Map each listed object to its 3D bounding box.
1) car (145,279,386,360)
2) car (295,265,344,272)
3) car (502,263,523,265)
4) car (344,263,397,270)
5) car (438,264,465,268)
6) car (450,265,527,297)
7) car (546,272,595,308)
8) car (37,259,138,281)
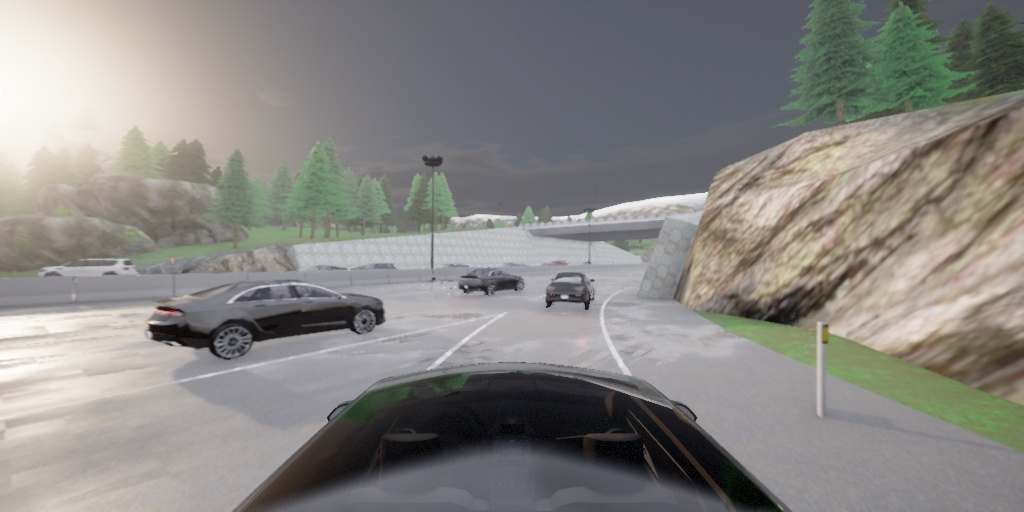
[{"bbox_3d":[-5.433,1.312,8.726,2.128,1.511,4.902,0,-1,34],"label":"car"},{"bbox_3d":[-18.091,1.605,34.089,2.128,1.511,4.902,0,-1,34],"label":"car"},{"bbox_3d":[-0.872,1.879,53.272,1.882,1.535,5.008,0,-1,34],"label":"car"},{"bbox_3d":[-13.351,1.487,34.846,2.097,1.767,4.553,0,-1,34],"label":"car"},{"bbox_3d":[-8.509,1.809,48.243,2.128,1.511,4.902,0,-1,34],"label":"car"},{"bbox_3d":[-1.109,1.488,21.359,2.128,1.511,4.902,0,-1,34],"label":"car"},{"bbox_3d":[2.722,1.468,16.324,1.812,1.442,4.674,0,-1,16],"label":"car"},{"bbox_3d":[-36.159,1.247,30.791,5.566,2.045,2.150,1,-1,-28],"label":"car"}]
